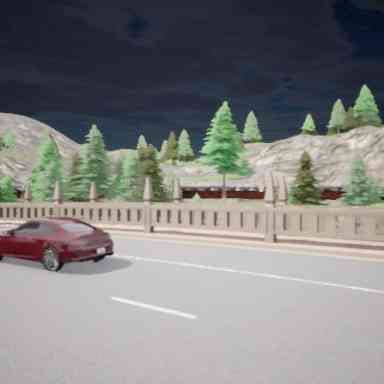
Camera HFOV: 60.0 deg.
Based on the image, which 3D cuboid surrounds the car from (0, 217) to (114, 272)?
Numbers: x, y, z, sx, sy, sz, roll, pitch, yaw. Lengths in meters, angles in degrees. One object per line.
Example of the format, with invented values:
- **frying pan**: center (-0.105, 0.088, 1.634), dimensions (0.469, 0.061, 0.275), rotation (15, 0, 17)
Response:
- **car**: center (-4.612, 1.532, 10.709), dimensions (4.674, 1.442, 1.812), rotation (0, 0, 30)
